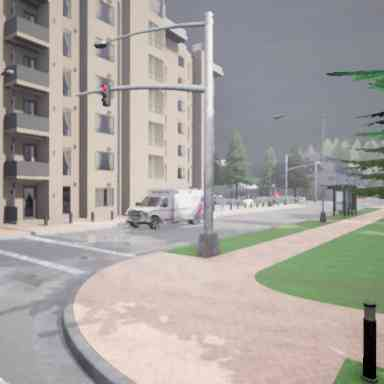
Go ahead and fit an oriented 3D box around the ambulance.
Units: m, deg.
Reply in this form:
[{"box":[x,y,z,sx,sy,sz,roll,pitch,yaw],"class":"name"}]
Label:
[{"box":[-1.388,1.017,21.875,2.351,2.431,6.366,0,0,37],"class":"ambulance"}]
